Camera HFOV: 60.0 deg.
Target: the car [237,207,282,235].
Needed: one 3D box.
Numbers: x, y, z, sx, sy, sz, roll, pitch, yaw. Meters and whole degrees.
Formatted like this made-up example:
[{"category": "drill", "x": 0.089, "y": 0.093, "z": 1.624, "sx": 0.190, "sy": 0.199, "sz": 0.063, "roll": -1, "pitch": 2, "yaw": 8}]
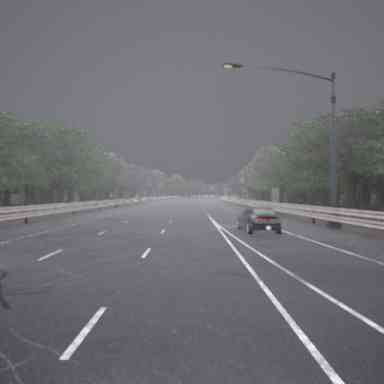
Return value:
[{"category": "car", "x": 3.911, "y": 1.663, "z": 19.924, "sx": 1.837, "sy": 1.490, "sz": 4.892, "roll": 0, "pitch": -1, "yaw": -3}]
